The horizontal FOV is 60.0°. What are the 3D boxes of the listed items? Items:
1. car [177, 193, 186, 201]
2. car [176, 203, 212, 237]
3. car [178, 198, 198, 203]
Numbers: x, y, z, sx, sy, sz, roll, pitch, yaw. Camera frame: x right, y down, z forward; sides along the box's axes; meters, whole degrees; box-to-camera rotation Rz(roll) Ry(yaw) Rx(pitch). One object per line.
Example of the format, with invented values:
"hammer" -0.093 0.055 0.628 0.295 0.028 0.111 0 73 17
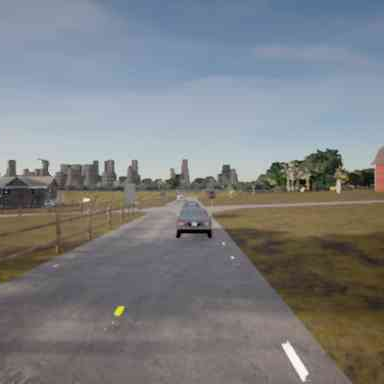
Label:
"car" -2.717 1.254 85.142 2.150 2.045 5.566 0 0 0
"car" 0.106 1.533 17.908 2.033 1.411 5.357 0 0 0
"car" -0.021 1.549 30.444 1.994 1.385 4.181 0 0 0
